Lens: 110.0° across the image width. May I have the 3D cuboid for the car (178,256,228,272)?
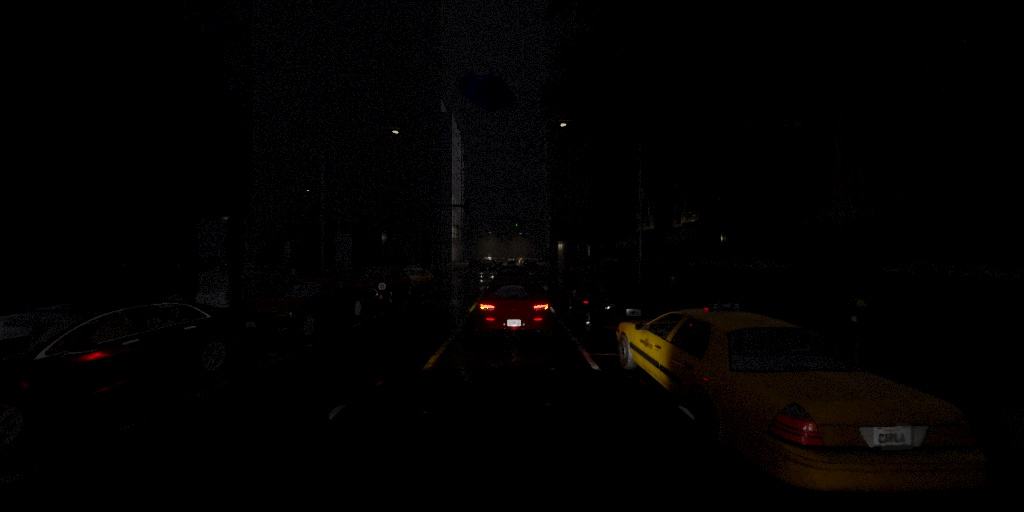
[{"bbox_3d":[-27.357,0.752,32.511,4.892,1.490,1.837,1,0,0],"label":"car"}]

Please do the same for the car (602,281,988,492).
[{"bbox_3d":[2.760,1.275,4.908,1.751,1.417,4.829,0,0,0],"label":"car"}]

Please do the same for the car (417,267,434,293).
[{"bbox_3d":[-5.785,1.277,20.926,1.751,1.417,4.829,0,0,0],"label":"car"}]

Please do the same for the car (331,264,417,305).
[{"bbox_3d":[-5.778,1.191,15.640,1.967,1.591,4.097,0,0,0],"label":"car"}]

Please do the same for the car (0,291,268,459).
[{"bbox_3d":[-5.765,1.300,4.726,2.007,1.370,4.403,0,0,0],"label":"car"}]

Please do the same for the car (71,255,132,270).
[{"bbox_3d":[-37.280,0.622,32.486,4.181,1.385,1.994,1,0,-1],"label":"car"}]

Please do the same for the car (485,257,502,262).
[{"bbox_3d":[-3.152,1.328,57.882,1.994,1.385,4.181,0,0,0],"label":"car"}]

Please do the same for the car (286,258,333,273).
[{"bbox_3d":[-17.858,0.937,32.540,4.892,1.490,1.837,1,0,0],"label":"car"}]

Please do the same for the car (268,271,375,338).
[{"bbox_3d":[-5.772,1.295,10.183,1.888,1.381,4.507,0,0,0],"label":"car"}]

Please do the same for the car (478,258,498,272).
[{"bbox_3d":[-3.153,1.286,47.915,1.812,1.442,4.674,0,0,0],"label":"car"}]

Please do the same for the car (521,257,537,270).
[{"bbox_3d":[2.702,1.202,53.077,1.967,1.591,4.097,0,0,0],"label":"car"}]

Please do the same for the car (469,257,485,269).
[{"bbox_3d":[-5.830,1.079,58.504,2.192,1.841,5.009,0,0,0],"label":"car"}]

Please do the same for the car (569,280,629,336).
[{"bbox_3d":[2.754,1.316,10.195,1.948,1.339,4.313,0,0,0],"label":"car"}]

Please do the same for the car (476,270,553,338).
[{"bbox_3d":[0.060,1.276,10.028,1.812,1.442,4.674,0,0,0],"label":"car"}]

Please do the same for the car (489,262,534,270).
[{"bbox_3d":[-0.002,1.256,18.895,1.837,1.490,4.892,0,0,0],"label":"car"}]

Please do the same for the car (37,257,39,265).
[{"bbox_3d":[-50.394,0.165,35.648,4.553,1.767,2.097,1,0,0],"label":"car"}]
